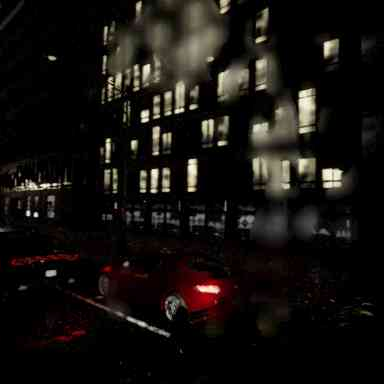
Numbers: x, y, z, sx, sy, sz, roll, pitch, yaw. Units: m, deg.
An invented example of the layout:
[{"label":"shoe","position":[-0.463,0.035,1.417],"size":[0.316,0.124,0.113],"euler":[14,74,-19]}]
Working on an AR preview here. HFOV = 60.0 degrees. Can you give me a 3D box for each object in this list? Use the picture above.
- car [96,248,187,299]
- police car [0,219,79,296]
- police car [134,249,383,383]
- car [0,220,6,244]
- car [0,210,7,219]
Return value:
[{"label":"car","position":[-0.613,1.966,7.811],"size":[4.206,1.307,1.802],"euler":[-2,-4,45]},{"label":"police car","position":[-5.241,1.811,9.885],"size":[5.238,1.638,1.930],"euler":[-2,-4,45]},{"label":"police car","position":[1.867,1.621,2.854],"size":[5.238,1.638,1.930],"euler":[-2,-4,45]},{"label":"car","position":[-12.752,2.291,19.819],"size":[4.206,1.307,1.802],"euler":[-2,-4,45]},{"label":"car","position":[-9.445,1.723,14.057],"size":[5.566,2.045,2.150],"euler":[-2,-4,45]}]
